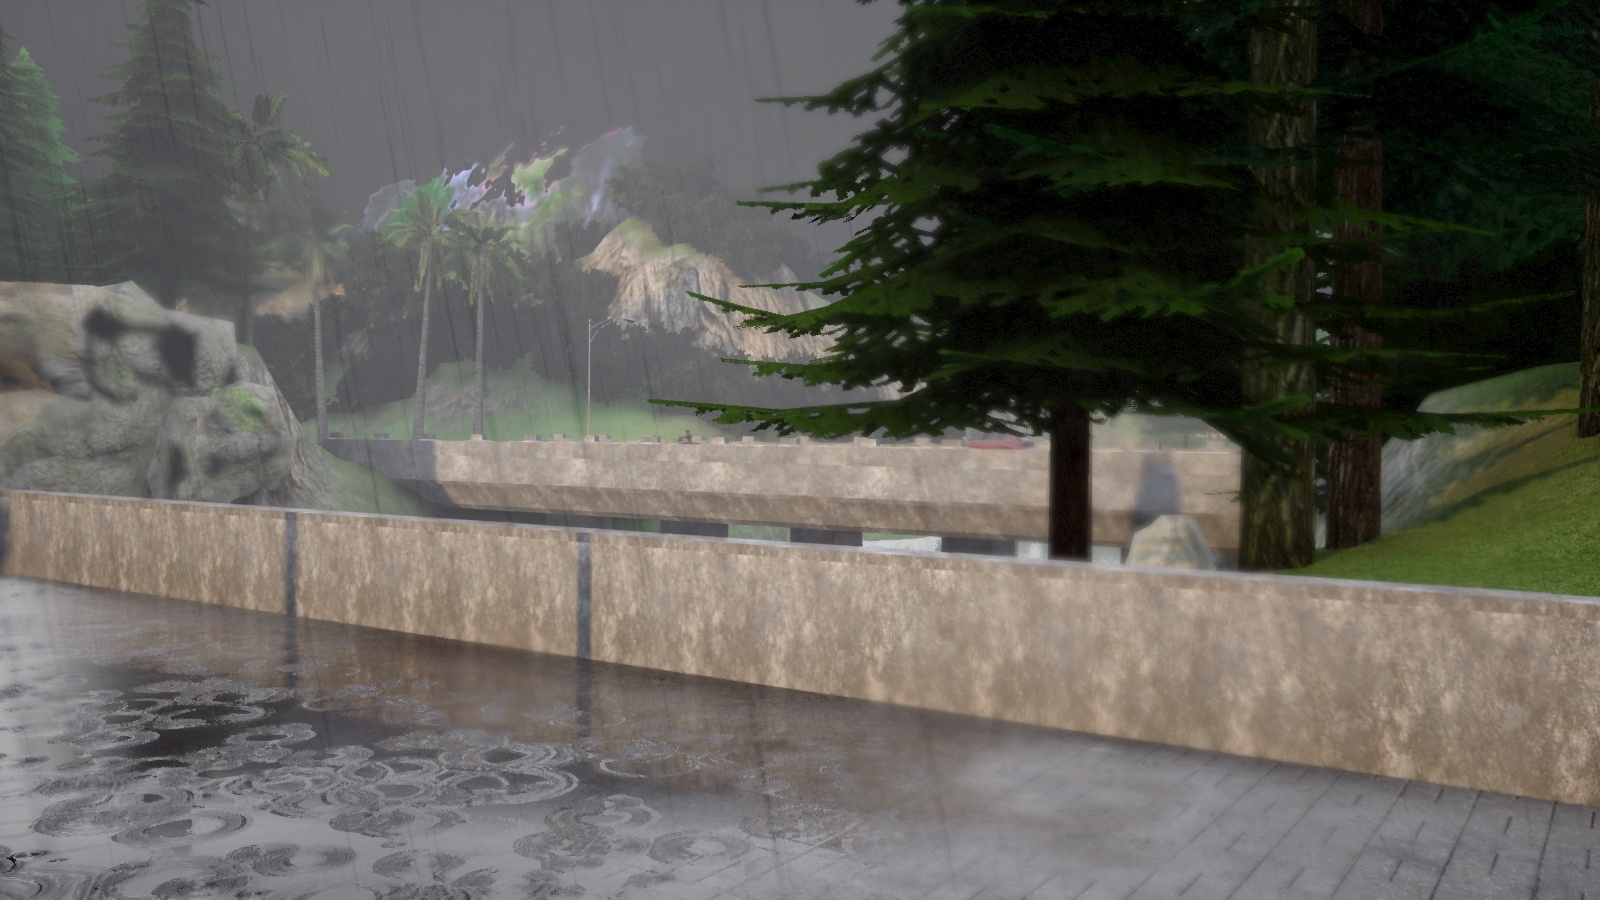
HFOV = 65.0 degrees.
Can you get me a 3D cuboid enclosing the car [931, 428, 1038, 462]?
[{"bbox_3d":[9.182,-0.275,62.572,4.856,1.649,2.033,0,1,34],"label":"car"}]
